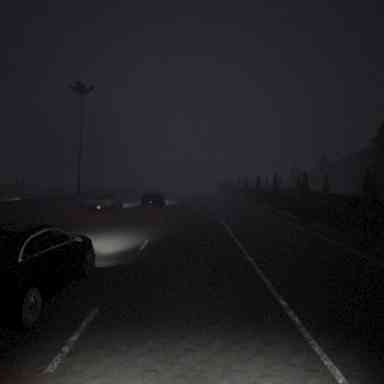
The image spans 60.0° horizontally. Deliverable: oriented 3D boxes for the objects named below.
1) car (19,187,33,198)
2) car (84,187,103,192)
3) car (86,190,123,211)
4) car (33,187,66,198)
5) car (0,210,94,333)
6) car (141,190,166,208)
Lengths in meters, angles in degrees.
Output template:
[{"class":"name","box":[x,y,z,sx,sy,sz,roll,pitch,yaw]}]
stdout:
[{"class":"car","box":[-21.093,0.081,44.696,2.033,1.411,5.357,0,2,0]},{"class":"car","box":[-14.089,-0.030,47.826,2.033,1.411,5.357,0,2,0]},{"class":"car","box":[-6.908,0.770,26.834,1.895,1.301,4.718,0,2,0]},{"class":"car","box":[-17.598,0.118,42.105,2.128,1.511,4.902,0,2,0]},{"class":"car","box":[-3.404,1.377,6.582,2.128,1.511,4.902,0,2,0]},{"class":"car","box":[-3.409,0.551,29.921,2.128,1.511,4.902,0,2,0]}]
